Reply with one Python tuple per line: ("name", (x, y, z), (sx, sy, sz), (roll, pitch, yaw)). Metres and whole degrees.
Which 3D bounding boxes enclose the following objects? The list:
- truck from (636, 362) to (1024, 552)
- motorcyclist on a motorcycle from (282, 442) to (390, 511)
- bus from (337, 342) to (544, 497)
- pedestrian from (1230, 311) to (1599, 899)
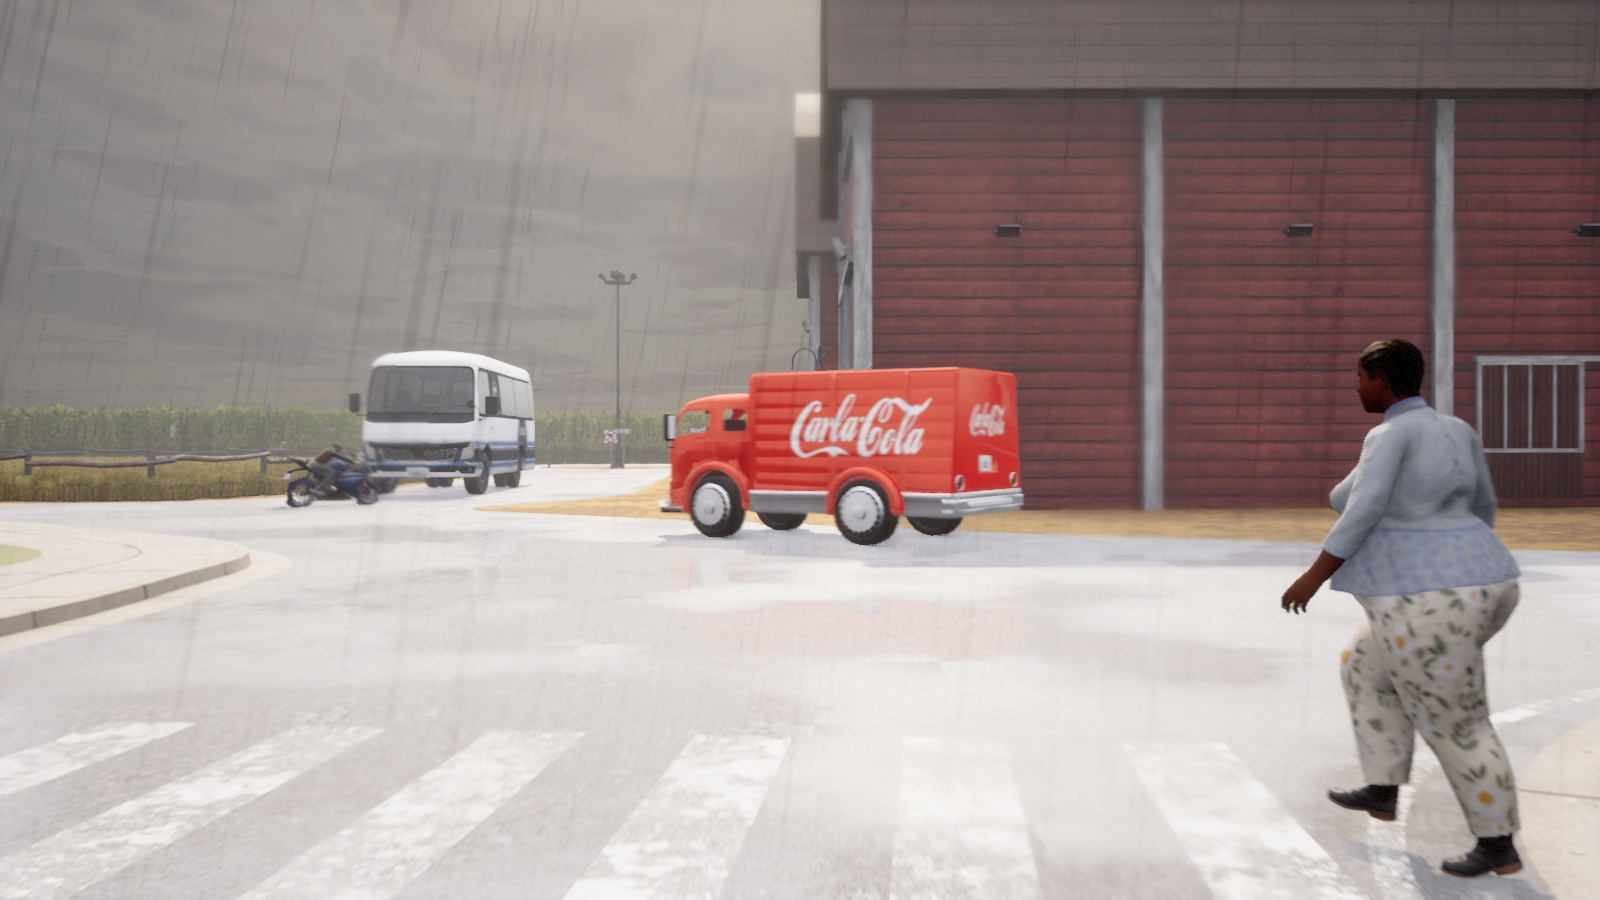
("truck", (0.409, 0.083, 18.827), (5.204, 2.467, 2.627), (0, 0, 33))
("motorcyclist on a motorcycle", (-10.780, 0.595, 29.227), (2.191, 1.530, 0.866), (0, -1, -43))
("bus", (-10.878, -0.862, 39.540), (3.944, 4.253, 10.273), (0, 0, -2))
("pedestrian", (2.151, 0.509, 4.386), (0.874, 1.855, 0.900), (0, 0, -39))
